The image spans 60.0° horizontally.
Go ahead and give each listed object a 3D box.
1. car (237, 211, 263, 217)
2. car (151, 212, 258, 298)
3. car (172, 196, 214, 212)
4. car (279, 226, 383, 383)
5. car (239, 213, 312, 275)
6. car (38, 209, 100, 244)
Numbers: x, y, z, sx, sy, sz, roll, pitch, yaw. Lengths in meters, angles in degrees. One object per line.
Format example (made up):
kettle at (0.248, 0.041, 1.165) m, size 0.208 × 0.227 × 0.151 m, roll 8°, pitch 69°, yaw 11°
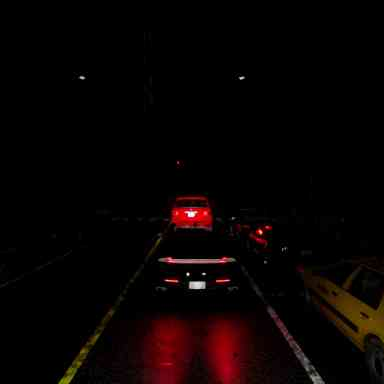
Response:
car at (2.850, 1.576, 15.910) m, size 1.802 × 1.307 × 4.206 m, roll -1°, pitch 0°, yaw 0°
car at (0.090, 1.489, 8.495) m, size 2.128 × 1.511 × 4.902 m, roll 0°, pitch 0°, yaw 0°
car at (0.047, 1.214, 18.843) m, size 2.150 × 2.045 × 5.566 m, roll 0°, pitch 0°, yaw 2°
car at (2.861, 1.524, 4.908) m, size 1.752 × 1.417 × 4.829 m, roll -1°, pitch 0°, yaw 0°
car at (2.855, 1.562, 10.325) m, size 1.947 × 1.339 × 4.313 m, roll -1°, pitch 0°, yaw 0°
car at (-5.696, 1.539, 15.898) m, size 1.887 × 1.381 × 4.507 m, roll -1°, pitch 0°, yaw 0°
